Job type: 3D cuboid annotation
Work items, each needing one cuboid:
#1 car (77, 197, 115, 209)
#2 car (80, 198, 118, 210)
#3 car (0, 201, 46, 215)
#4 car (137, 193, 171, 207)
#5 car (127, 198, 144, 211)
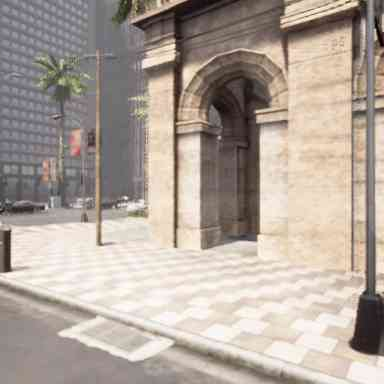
[{"bbox_3d":[-13.338,1.542,46.462,2.161,1.482,4.786,0,0,35],"label":"car"},{"bbox_3d":[-11.887,1.532,43.180,1.837,1.490,4.892,0,0,36],"label":"car"},{"bbox_3d":[-17.942,1.627,34.744,1.895,1.301,4.718,0,0,36],"label":"car"},{"bbox_3d":[-5.823,1.249,51.612,2.150,2.045,5.566,0,0,35],"label":"car"},{"bbox_3d":[-4.735,1.544,34.790,1.812,1.442,4.674,0,0,36],"label":"car"}]
